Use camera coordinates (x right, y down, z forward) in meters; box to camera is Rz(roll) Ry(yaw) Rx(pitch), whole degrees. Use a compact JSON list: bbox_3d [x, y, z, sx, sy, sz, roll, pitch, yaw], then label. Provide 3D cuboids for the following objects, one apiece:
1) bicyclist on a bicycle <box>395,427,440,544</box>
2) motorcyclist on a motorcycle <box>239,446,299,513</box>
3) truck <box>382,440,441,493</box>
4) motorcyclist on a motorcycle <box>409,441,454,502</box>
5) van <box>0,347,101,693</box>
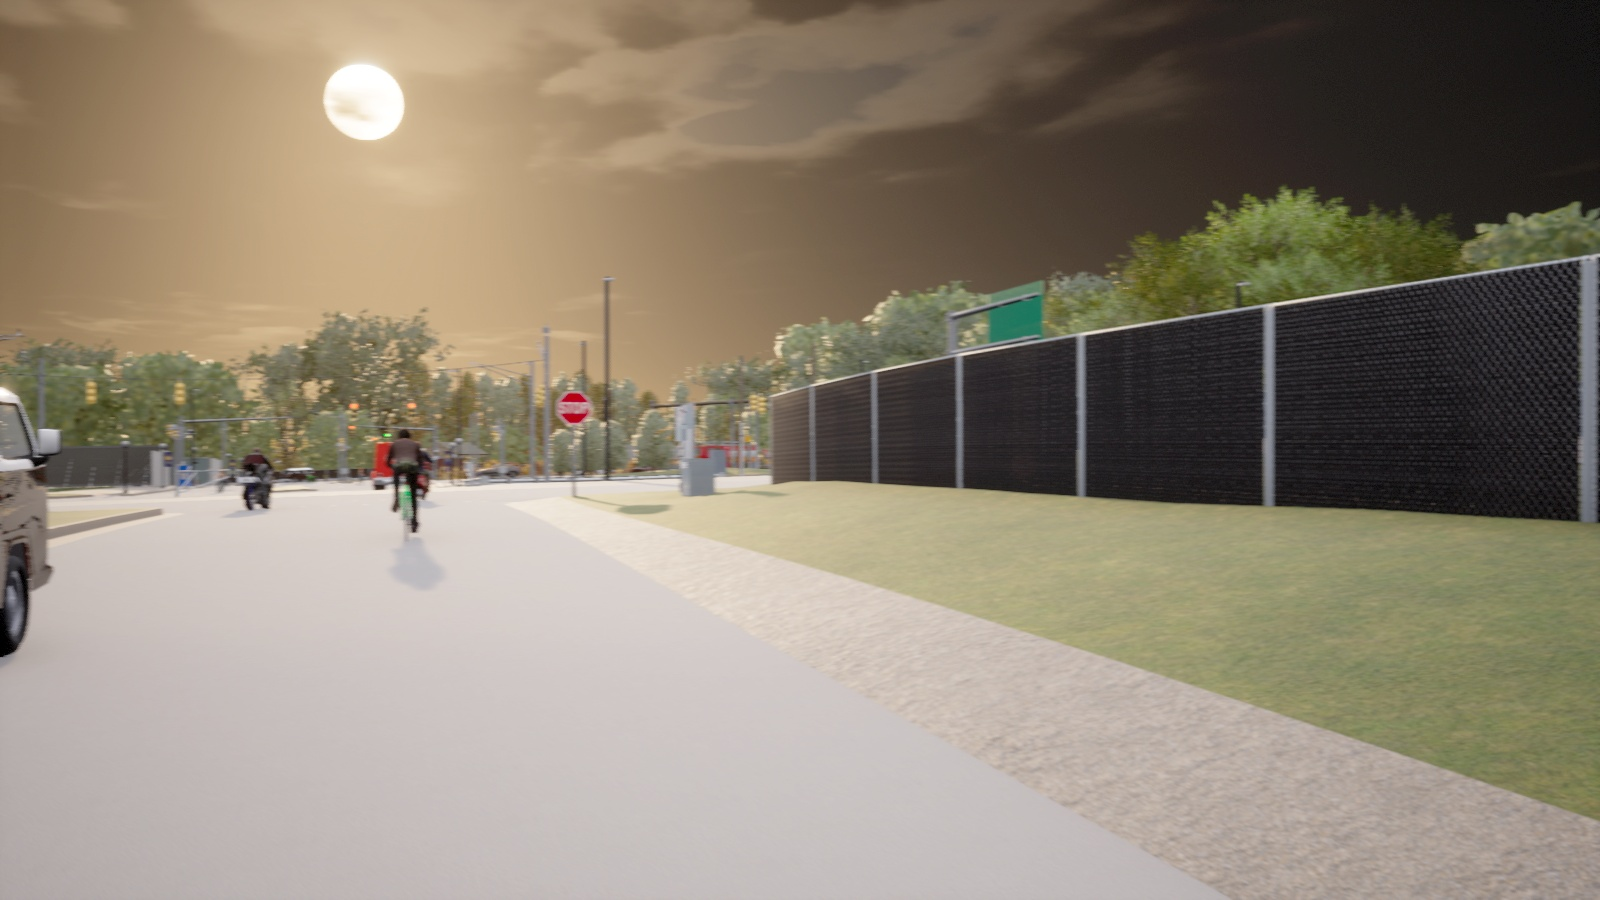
[{"bbox_3d":[-5.600,0.491,18.369,0.582,1.620,1.656,-1,0,-17],"label":"bicyclist on a bicycle"},{"bbox_3d":[-12.791,0.696,30.297,0.866,1.530,2.191,-1,0,-11],"label":"motorcyclist on a motorcycle"},{"bbox_3d":[-19.420,0.875,62.929,2.627,2.467,5.204,-2,-2,-17],"label":"truck"},{"bbox_3d":[-9.875,0.573,33.699,0.866,1.590,1.817,0,-1,-7],"label":"motorcyclist on a motorcycle"},{"bbox_3d":[-5.794,0.414,7.381,2.069,2.038,4.480,-1,1,-18],"label":"van"}]
